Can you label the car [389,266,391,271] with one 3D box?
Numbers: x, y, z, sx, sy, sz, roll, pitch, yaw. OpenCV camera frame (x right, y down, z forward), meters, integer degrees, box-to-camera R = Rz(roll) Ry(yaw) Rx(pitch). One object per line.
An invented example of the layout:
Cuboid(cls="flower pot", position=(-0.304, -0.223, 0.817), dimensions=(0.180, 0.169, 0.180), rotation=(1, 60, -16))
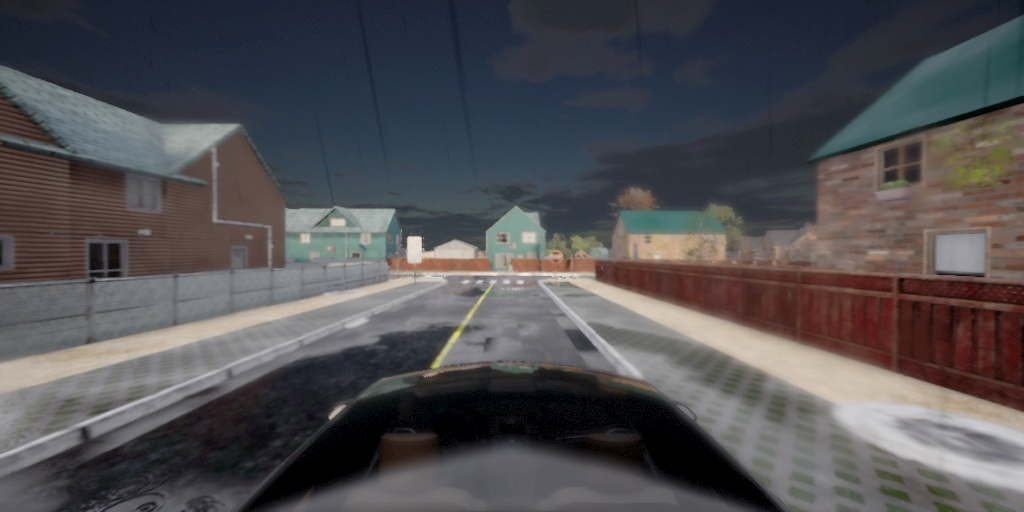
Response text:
Cuboid(cls="car", position=(-14.282, 1.196, 34.594), dimensions=(4.718, 1.301, 1.895), rotation=(0, 1, -1))
